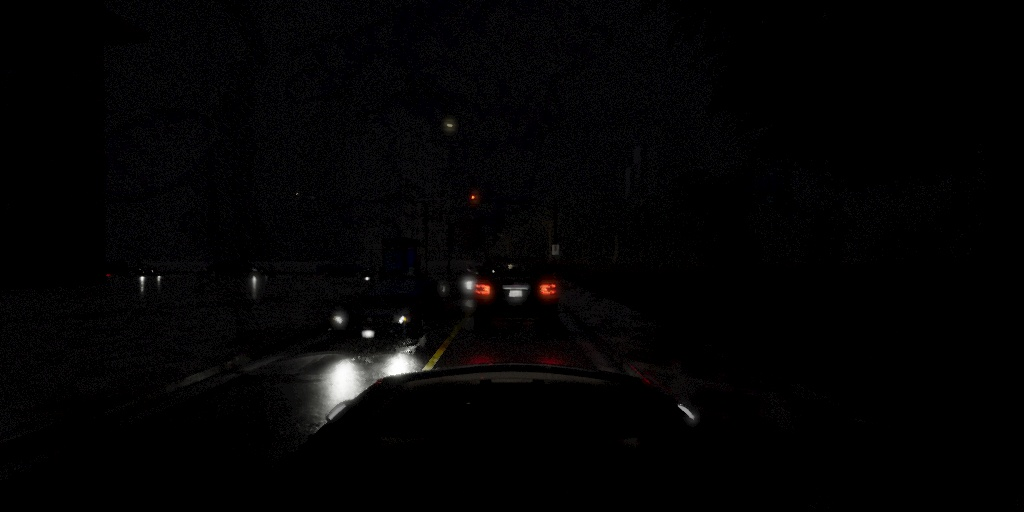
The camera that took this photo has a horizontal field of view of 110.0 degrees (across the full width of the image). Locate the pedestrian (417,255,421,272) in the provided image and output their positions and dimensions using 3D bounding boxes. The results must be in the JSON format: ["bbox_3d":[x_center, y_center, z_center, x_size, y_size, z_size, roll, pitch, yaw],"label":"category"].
[{"bbox_3d":[-10.071,0.800,38.828,0.375,1.860,0.375,0,0,1],"label":"pedestrian"}]

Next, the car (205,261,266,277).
[{"bbox_3d":[-25.343,1.175,32.986,4.892,1.490,1.837,0,1,1],"label":"car"}]

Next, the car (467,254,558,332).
[{"bbox_3d":[0.099,0.968,11.039,2.150,2.045,5.566,0,0,0],"label":"car"}]

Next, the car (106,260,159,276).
[{"bbox_3d":[-35.716,1.146,33.263,4.892,1.490,1.837,0,1,2],"label":"car"}]

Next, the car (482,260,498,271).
[{"bbox_3d":[-3.078,1.262,50.403,1.994,1.385,4.181,0,0,0],"label":"car"}]

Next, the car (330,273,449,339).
[{"bbox_3d":[-3.095,1.294,10.380,2.033,1.411,5.357,0,0,0],"label":"car"}]

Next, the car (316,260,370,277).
[{"bbox_3d":[-15.157,1.176,32.728,5.008,1.535,1.882,0,0,0],"label":"car"}]
